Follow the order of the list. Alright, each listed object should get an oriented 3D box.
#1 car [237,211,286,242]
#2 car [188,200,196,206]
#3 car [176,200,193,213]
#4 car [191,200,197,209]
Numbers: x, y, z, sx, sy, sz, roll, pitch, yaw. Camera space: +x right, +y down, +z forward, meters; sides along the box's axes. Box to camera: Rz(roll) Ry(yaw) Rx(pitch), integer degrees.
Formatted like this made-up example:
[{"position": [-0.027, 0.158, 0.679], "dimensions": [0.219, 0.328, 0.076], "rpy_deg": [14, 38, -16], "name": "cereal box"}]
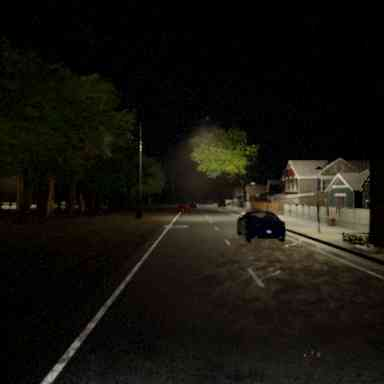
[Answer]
[{"position": [3.607, 1.738, 18.029], "dimensions": [1.882, 1.535, 5.008], "rpy_deg": [0, -1, 0], "name": "car"}, {"position": [0.032, 2.848, 85.894], "dimensions": [2.033, 1.411, 5.357], "rpy_deg": [0, -1, 0], "name": "car"}, {"position": [-1.207, 2.306, 48.072], "dimensions": [1.812, 1.442, 4.674], "rpy_deg": [0, -1, 0], "name": "car"}, {"position": [0.025, 2.704, 66.368], "dimensions": [2.033, 1.411, 5.357], "rpy_deg": [0, -1, 0], "name": "car"}]
